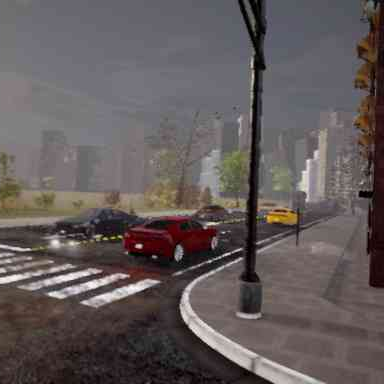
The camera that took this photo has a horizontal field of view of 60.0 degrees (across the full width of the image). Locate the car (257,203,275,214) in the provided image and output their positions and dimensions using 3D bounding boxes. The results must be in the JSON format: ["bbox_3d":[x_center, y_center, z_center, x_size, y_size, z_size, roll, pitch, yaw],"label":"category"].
[{"bbox_3d":[11.153,2.356,49.014,2.097,1.767,4.553,2,0,28],"label":"car"}]

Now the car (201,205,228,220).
[{"bbox_3d":[1.984,1.993,32.095,1.812,1.442,4.674,2,0,28],"label":"car"}]

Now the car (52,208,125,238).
[{"bbox_3d":[-5.128,1.627,18.752,2.033,1.411,5.357,2,0,28],"label":"car"}]

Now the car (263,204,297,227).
[{"bbox_3d":[8.174,2.183,29.687,1.882,1.535,5.008,2,0,28],"label":"car"}]

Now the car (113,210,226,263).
[{"bbox_3d":[-0.613,1.703,13.164,1.882,1.535,5.008,2,-1,28],"label":"car"}]
